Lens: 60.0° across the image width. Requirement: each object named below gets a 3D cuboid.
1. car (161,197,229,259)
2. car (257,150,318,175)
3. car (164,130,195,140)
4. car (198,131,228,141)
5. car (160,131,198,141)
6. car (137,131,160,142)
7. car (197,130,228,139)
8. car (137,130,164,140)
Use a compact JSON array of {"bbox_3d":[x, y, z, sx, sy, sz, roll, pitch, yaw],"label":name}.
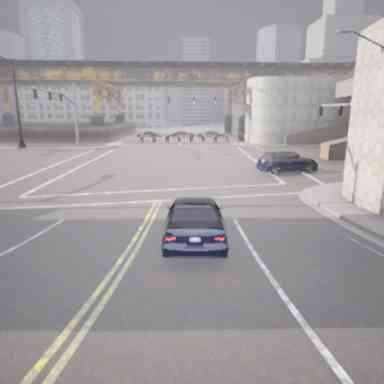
[{"bbox_3d":[0.082,0.877,10.565,2.033,1.411,5.357,0,8,0],"label":"car"},{"bbox_3d":[7.407,-2.408,25.606,4.553,1.767,2.097,-4,15,-16],"label":"car"},{"bbox_3d":[-1.958,-9.080,52.966,4.536,1.218,1.853,-10,17,-35],"label":"car"},{"bbox_3d":[3.373,-9.096,53.702,4.974,1.542,2.038,7,15,28],"label":"car"},{"bbox_3d":[-1.999,-8.920,52.973,4.974,1.542,2.038,-10,17,-35],"label":"car"},{"bbox_3d":[-6.608,-8.926,52.996,4.974,1.542,2.038,13,19,42],"label":"car"},{"bbox_3d":[3.328,-9.255,53.689,4.536,1.218,1.853,7,15,28],"label":"car"},{"bbox_3d":[-6.645,-9.088,52.994,4.536,1.218,1.853,13,19,42],"label":"car"}]
